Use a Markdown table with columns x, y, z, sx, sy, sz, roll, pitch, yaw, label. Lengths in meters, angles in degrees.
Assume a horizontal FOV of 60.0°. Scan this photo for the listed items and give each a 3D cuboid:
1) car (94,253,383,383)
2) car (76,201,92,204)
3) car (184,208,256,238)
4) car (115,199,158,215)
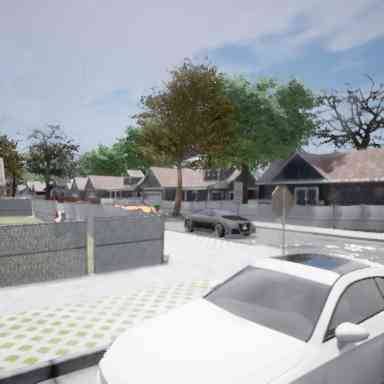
| x | y | z | sx | sy | sz | roll | pitch | yaw | label |
| --- | --- | --- | --- | --- | --- | --- | --- | --- | --- |
| 1.270 | 1.525 | 3.857 | 4.674 | 1.442 | 1.812 | 0 | 0 | -36 | car |
| -11.794 | 1.633 | 36.254 | 1.895 | 1.301 | 4.718 | 2 | -1 | -35 | car |
| 1.370 | 1.547 | 17.545 | 1.994 | 1.385 | 4.181 | 2 | -1 | -35 | car |
| -4.444 | 1.356 | 25.816 | 2.097 | 1.767 | 4.553 | 2 | -1 | -35 | car |
